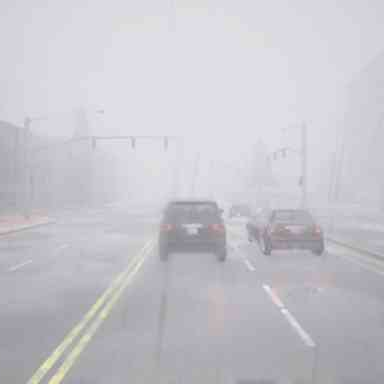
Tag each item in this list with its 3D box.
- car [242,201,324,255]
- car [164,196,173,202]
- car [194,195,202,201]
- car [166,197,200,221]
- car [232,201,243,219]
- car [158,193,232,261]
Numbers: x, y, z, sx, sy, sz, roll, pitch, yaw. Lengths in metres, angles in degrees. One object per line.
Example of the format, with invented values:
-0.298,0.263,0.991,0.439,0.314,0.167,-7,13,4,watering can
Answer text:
3.531,1.347,13.405,2.097,1.767,4.553,0,0,0,car
-5.171,1.569,74.623,1.895,1.301,4.718,0,0,-2,car
1.529,1.516,86.167,1.994,1.385,4.181,0,0,-2,car
-0.896,1.341,28.349,2.097,1.767,4.553,0,0,-13,car
4.468,1.496,28.419,1.837,1.490,4.892,-1,0,19,car
0.032,1.219,12.377,2.150,2.045,5.566,0,0,0,car
